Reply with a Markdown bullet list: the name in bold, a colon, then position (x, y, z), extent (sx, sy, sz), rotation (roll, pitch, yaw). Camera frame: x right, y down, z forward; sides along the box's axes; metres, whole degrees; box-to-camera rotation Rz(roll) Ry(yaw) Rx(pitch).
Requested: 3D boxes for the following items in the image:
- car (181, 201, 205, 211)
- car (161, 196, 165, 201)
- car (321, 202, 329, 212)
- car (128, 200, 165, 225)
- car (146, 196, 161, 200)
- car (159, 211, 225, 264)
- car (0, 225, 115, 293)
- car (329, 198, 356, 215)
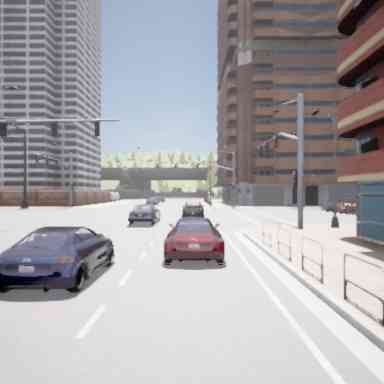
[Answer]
- **car**: position (0.094, 1.550, 29.440), extent (2.128, 1.511, 4.902), rotation (0, 0, 0)
- **car**: position (-6.977, 1.643, 73.596), extent (1.837, 1.490, 4.892), rotation (0, 0, 0)
- **car**: position (17.202, 1.427, 37.870), extent (4.553, 1.767, 2.097), rotation (0, 0, 1)
- **car**: position (-3.427, 1.597, 24.561), extent (2.033, 1.411, 5.357), rotation (0, 0, 0)
- **car**: position (-7.022, 1.641, 58.485), extent (1.812, 1.442, 4.674), rotation (0, 0, 1)
- **car**: position (0.078, 1.588, 11.950), extent (1.994, 1.385, 4.181), rotation (0, 0, 0)
- **car**: position (-3.437, 1.582, 8.950), extent (1.994, 1.385, 4.181), rotation (0, 0, 0)
- **car**: position (17.183, 1.420, 34.370), extent (4.553, 1.767, 2.097), rotation (0, 0, 1)
